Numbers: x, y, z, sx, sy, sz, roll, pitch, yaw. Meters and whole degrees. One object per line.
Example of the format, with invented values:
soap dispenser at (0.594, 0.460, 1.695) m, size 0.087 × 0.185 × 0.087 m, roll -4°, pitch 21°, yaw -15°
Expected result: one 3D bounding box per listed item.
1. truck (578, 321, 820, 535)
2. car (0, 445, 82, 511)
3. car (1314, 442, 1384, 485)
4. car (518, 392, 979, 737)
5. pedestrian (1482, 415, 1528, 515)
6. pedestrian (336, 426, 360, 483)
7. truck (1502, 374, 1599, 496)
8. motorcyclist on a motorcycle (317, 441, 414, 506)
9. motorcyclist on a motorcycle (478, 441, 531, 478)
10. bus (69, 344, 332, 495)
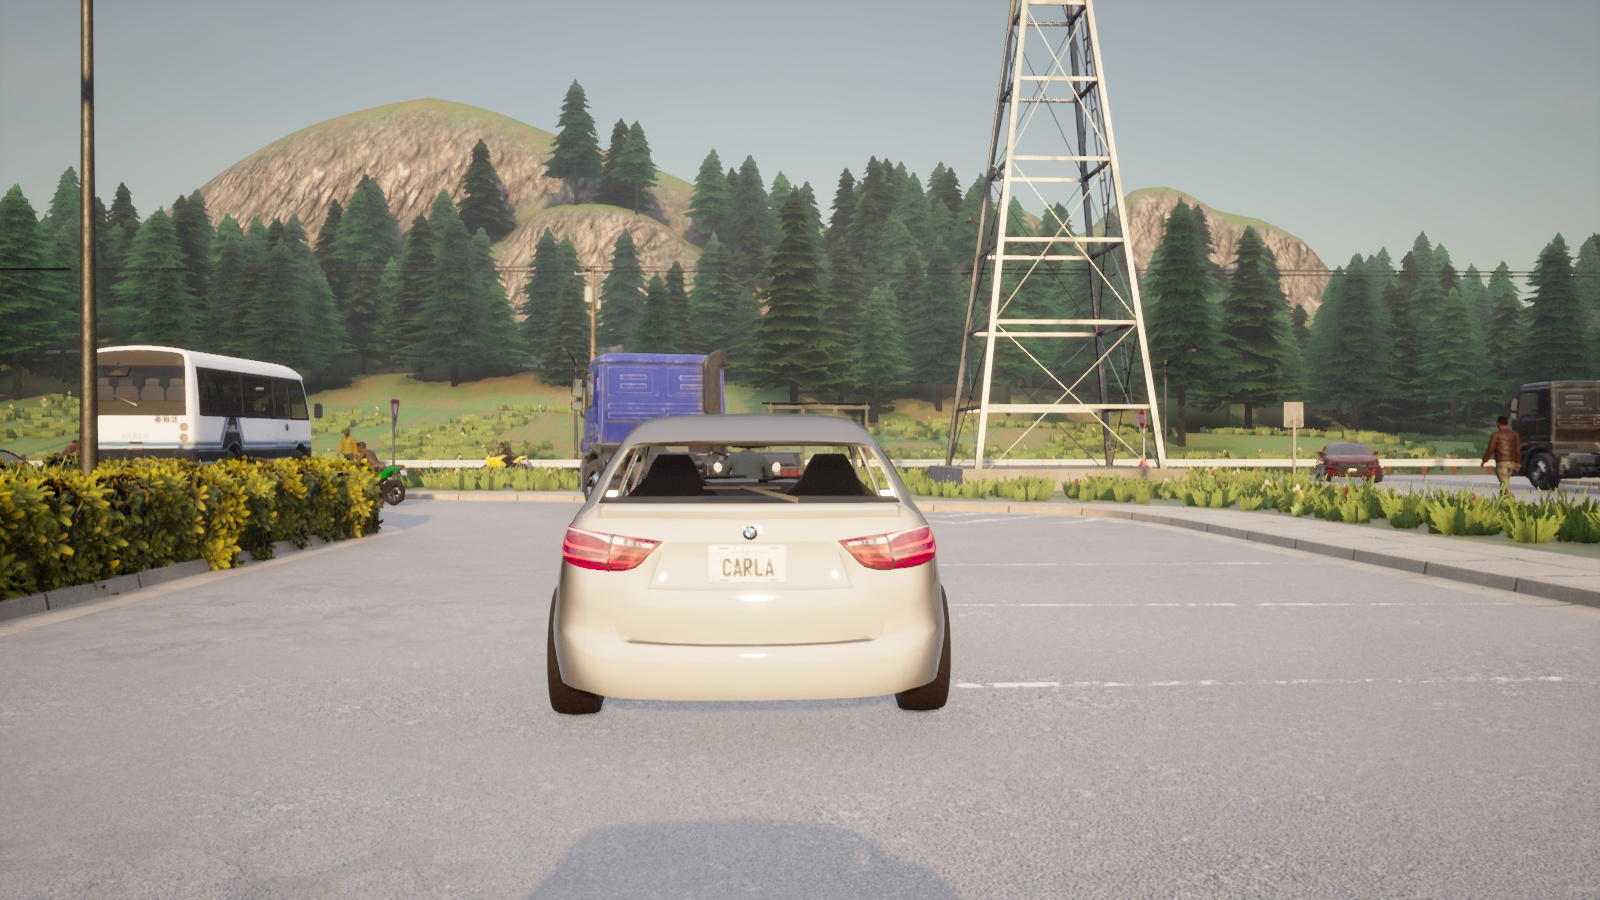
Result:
truck at (-2.298, -0.383, 24.568) m, size 2.891 × 3.462 × 7.936 m, roll 0°, pitch 0°, yaw -19°
car at (-18.420, 0.613, 27.908) m, size 2.033 × 1.411 × 5.357 m, roll 0°, pitch 0°, yaw -2°
car at (20.468, 0.462, 47.007) m, size 1.882 × 1.535 × 5.008 m, roll 0°, pitch 0°, yaw 18°
car at (-0.339, 0.540, 8.421) m, size 2.242 × 1.667 × 4.611 m, roll 0°, pitch 0°, yaw -2°
pedestrian at (13.238, 0.273, 23.592) m, size 0.431 × 1.840 × 0.703 m, roll 0°, pitch 0°, yaw -3°
pedestrian at (-14.700, 0.147, 40.864) m, size 0.370 × 1.835 × 0.726 m, roll 0°, pitch 0°, yaw 16°
truck at (24.176, -0.431, 36.374) m, size 2.891 × 3.462 × 7.936 m, roll 0°, pitch 0°, yaw -3°
motorcyclist on a motorcycle at (-10.298, 0.543, 29.798) m, size 2.044 × 1.523 × 0.797 m, roll 0°, pitch 0°, yaw 9°
motorcyclist on a motorcycle at (-12.366, 0.406, 52.616) m, size 2.044 × 1.523 × 0.797 m, roll 0°, pitch 0°, yaw -2°
bus at (-18.829, -0.886, 40.557) m, size 3.944 × 4.253 × 10.273 m, roll 0°, pitch 0°, yaw -2°
